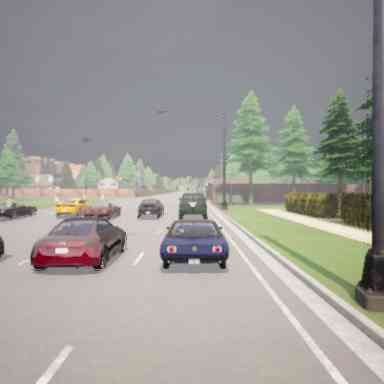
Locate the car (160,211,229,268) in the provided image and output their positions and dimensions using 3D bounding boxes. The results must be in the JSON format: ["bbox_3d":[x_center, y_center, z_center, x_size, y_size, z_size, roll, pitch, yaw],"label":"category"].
[{"bbox_3d":[0.078,1.539,11.054,1.895,1.301,4.718,0,0,0],"label":"car"}]

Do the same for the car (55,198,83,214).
[{"bbox_3d":[-10.415,1.313,29.580,1.882,1.535,5.008,0,0,0],"label":"car"}]

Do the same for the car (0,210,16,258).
[{"bbox_3d":[-6.930,1.455,8.749,1.837,1.490,4.892,0,0,0],"label":"car"}]

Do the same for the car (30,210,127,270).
[{"bbox_3d":[-3.424,1.504,10.778,1.994,1.385,4.181,0,0,0],"label":"car"}]

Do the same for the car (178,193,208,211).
[{"bbox_3d":[0.080,1.070,26.987,2.150,2.045,5.566,0,0,0],"label":"car"}]

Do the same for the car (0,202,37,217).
[{"bbox_3d":[-14.230,1.454,26.367,1.895,1.301,4.718,0,0,0],"label":"car"}]

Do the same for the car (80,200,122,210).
[{"bbox_3d":[-6.923,1.454,26.356,1.895,1.301,4.718,0,0,0],"label":"car"}]

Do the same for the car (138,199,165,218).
[{"bbox_3d":[-3.417,1.347,28.303,1.837,1.490,4.892,0,0,0],"label":"car"}]
